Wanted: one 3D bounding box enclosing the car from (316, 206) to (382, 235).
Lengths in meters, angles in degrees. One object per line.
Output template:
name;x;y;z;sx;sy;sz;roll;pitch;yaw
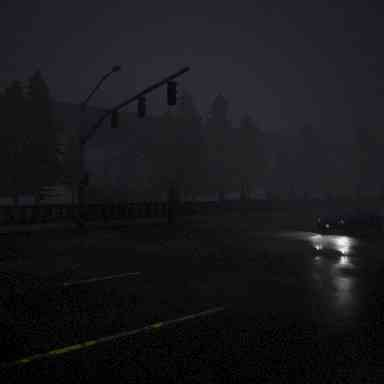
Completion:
car;9.085;1.526;19.031;4.674;1.442;1.812;0;0;-36
